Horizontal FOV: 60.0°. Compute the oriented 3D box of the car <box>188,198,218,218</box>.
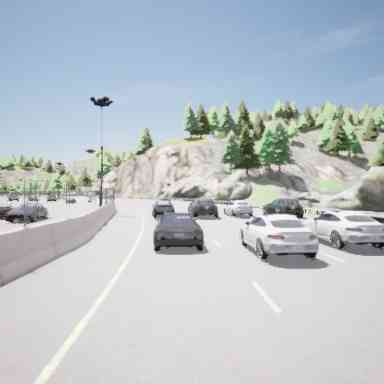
[{"bbox_3d":[0.910,1.357,30.016,2.097,1.767,4.553,0,0,-9],"label":"car"}]

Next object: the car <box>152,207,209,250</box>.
[{"bbox_3d":[-0.639,1.569,14.341,1.994,1.385,4.181,0,0,-5],"label":"car"}]

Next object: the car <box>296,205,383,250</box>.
[{"bbox_3d":[6.393,1.516,14.291,1.812,1.442,4.674,0,0,-5],"label":"car"}]

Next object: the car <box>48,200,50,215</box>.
[{"bbox_3d":[-12.795,1.580,26.224,2.033,1.411,5.357,0,0,-9],"label":"car"}]

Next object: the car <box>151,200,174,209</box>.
[{"bbox_3d":[-2.695,1.504,30.416,2.128,1.511,4.902,0,0,-10],"label":"car"}]

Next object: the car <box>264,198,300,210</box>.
[{"bbox_3d":[8.059,1.342,29.698,2.097,1.767,4.553,0,0,-9],"label":"car"}]

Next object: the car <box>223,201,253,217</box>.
[{"bbox_3d":[4.281,1.524,31.160,1.812,1.442,4.674,0,0,-10],"label":"car"}]

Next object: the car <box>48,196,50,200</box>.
[{"bbox_3d":[-28.754,1.420,68.366,1.882,1.535,5.008,0,0,-23],"label":"car"}]

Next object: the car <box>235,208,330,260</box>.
[{"bbox_3d":[3.047,1.522,12.304,1.812,1.442,4.674,0,0,-4],"label":"car"}]
